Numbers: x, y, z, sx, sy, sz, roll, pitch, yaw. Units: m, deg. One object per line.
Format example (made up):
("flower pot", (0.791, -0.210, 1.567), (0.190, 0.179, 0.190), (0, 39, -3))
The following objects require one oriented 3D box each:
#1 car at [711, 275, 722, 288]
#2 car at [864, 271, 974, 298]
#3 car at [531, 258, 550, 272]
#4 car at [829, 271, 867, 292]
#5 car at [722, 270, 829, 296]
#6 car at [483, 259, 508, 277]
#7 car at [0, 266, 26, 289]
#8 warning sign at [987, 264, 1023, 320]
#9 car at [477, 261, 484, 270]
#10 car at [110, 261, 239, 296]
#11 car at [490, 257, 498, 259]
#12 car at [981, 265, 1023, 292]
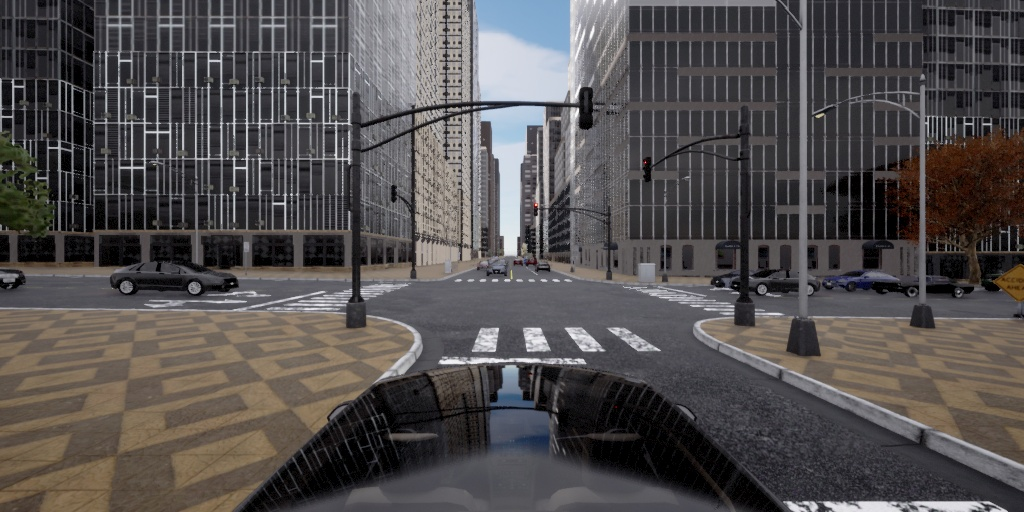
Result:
("car", (16.155, 1.629, 24.851), (4.181, 1.385, 1.994), (1, 0, -3))
("car", (25.028, 1.826, 22.017), (4.718, 1.301, 1.895), (1, 0, -3))
("car", (3.898, 1.329, 45.983), (1.948, 1.339, 4.313), (0, 0, 0))
("car", (24.556, 1.741, 25.245), (4.674, 1.442, 1.812), (1, 0, -3))
("car", (15.785, 1.564, 21.590), (4.892, 1.490, 1.837), (1, 0, -4))
("car", (-1.516, 1.331, 36.447), (1.994, 1.385, 4.181), (0, 0, 0))
("car", (-25.298, 0.802, 16.197), (4.902, 1.511, 2.128), (1, 0, -3))
("warning sign", (17.268, 1.204, 12.189), (1.060, 1.860, 1.300), (0, 0, -3))
("car", (-4.059, 1.342, 51.470), (1.802, 1.307, 4.207), (0, 0, 0))
("car", (-15.516, 0.994, 16.653), (4.892, 1.490, 1.837), (1, 0, -3))
("car", (-1.560, 1.268, 45.880), (1.837, 1.490, 4.892), (0, 0, 0))
("car", (37.530, 1.667, 25.843), (5.566, 2.045, 2.150), (1, 0, -2))
